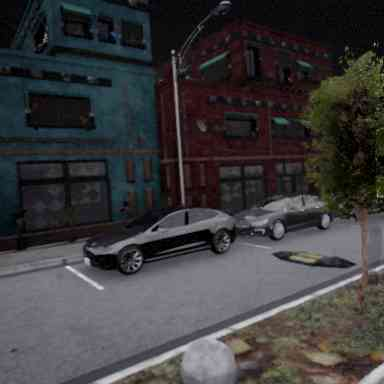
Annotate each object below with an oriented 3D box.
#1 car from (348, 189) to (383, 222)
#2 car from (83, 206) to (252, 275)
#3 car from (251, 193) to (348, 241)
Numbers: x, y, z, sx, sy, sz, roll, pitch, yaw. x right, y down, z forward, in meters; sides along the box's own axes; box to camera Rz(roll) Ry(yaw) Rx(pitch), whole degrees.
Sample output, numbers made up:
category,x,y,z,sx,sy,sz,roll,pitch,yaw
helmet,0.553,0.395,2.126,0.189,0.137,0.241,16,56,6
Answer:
category,x,y,z,sx,sy,sz,roll,pitch,yaw
car,8.279,0.479,16.532,4.892,1.521,2.231,-5,3,-36
car,-0.794,1.240,10.001,4.792,1.488,2.163,-5,3,-36
car,3.705,0.849,13.240,4.892,1.521,2.231,-5,3,-36
